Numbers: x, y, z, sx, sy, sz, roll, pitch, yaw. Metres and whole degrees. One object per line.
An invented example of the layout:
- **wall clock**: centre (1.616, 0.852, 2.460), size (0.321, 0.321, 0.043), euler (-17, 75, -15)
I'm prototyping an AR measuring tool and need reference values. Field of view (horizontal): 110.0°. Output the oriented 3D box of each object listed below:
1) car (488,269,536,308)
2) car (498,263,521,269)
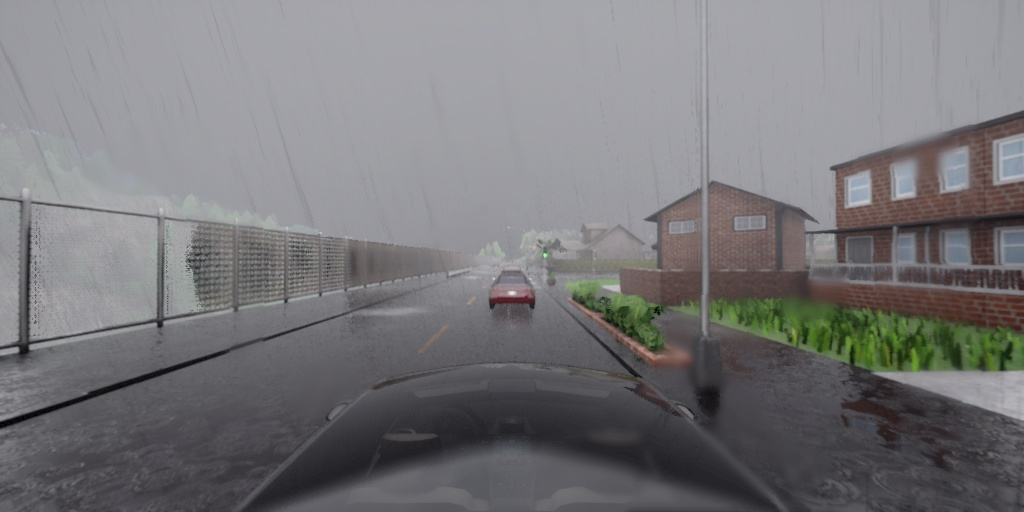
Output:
- **car**: centre (0.011, 1.457, 16.186), size (1.994, 1.385, 4.181), euler (0, -1, 0)
- **car**: centre (0.018, 1.520, 31.321), size (1.882, 1.535, 5.008), euler (0, 0, 0)
